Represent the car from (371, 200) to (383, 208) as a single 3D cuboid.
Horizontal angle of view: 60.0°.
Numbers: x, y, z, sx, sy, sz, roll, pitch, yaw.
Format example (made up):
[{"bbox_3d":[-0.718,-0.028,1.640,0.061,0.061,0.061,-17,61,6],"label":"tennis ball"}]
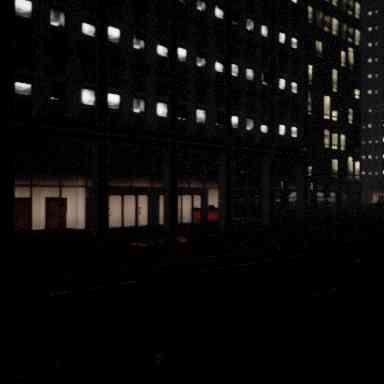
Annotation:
[{"bbox_3d":[33.872,2.113,58.352,1.887,1.381,4.507,1,0,-34],"label":"car"}]
